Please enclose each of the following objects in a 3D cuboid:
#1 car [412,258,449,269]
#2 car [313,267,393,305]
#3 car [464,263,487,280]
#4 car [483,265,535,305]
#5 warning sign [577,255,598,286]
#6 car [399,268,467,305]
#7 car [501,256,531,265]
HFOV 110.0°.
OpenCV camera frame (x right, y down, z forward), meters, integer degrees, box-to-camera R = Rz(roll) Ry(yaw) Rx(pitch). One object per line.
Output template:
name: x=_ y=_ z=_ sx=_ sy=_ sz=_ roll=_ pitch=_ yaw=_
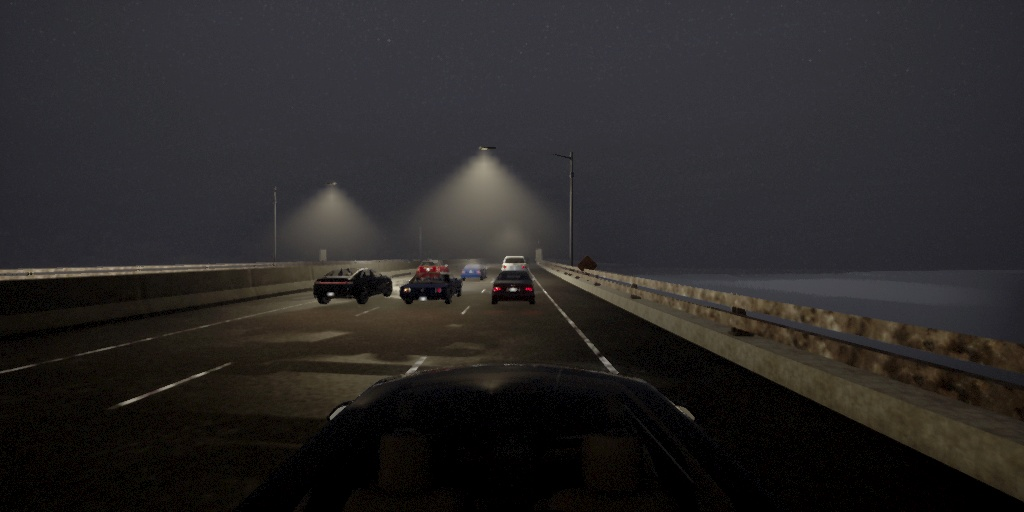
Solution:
car: x=-6.746 y=1.141 z=31.106 sx=2.097 sy=1.767 sz=4.553 roll=0 pitch=0 yaw=1
car: x=-6.937 y=1.253 z=16.181 sx=2.128 sy=1.511 sz=4.902 roll=0 pitch=0 yaw=0
car: x=-3.246 y=1.337 z=31.076 sx=2.033 sy=1.411 sz=5.357 roll=0 pitch=0 yaw=1
car: x=0.062 y=1.320 z=16.120 sx=2.033 sy=1.411 sz=5.357 roll=0 pitch=0 yaw=0
warning sign: x=4.674 y=0.876 z=22.123 sx=1.300 sy=1.860 sz=1.060 roll=0 pitch=0 yaw=1
car: x=-3.437 y=1.374 z=16.180 sx=1.895 sy=1.301 sz=4.718 roll=0 pitch=0 yaw=0
car: x=0.254 y=1.031 z=31.047 sx=2.150 sy=2.045 sz=5.566 roll=0 pitch=0 yaw=1
